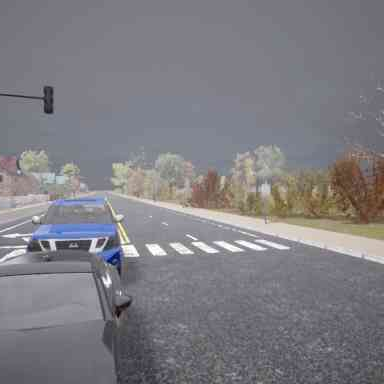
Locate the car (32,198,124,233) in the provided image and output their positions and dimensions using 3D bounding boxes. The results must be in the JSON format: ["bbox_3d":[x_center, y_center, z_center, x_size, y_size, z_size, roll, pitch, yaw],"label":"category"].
[{"bbox_3d":[-3.350,1.218,10.036,2.150,2.045,5.566,0,0,-15],"label":"car"}]

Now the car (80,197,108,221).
[{"bbox_3d":[-8.069,1.337,27.605,2.097,1.767,4.553,0,0,-15],"label":"car"}]

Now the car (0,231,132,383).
[{"bbox_3d":[-1.734,1.524,3.941,1.812,1.442,4.674,0,0,-13],"label":"car"}]

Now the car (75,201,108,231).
[{"bbox_3d":[-6.531,1.468,21.866,1.882,1.535,5.008,0,0,-15],"label":"car"}]

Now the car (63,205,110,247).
[{"bbox_3d":[-4.985,1.498,16.115,1.837,1.490,4.892,0,0,-15],"label":"car"}]
